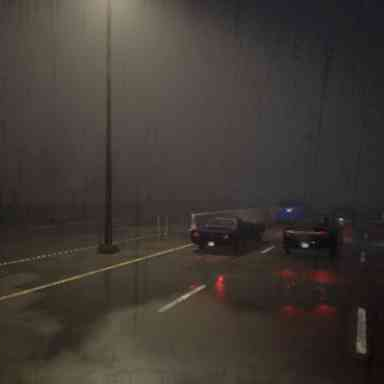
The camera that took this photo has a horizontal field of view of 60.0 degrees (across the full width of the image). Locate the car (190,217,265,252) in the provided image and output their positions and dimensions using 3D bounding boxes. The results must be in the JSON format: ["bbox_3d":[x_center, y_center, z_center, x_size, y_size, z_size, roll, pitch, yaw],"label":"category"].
[{"bbox_3d":[1.806,1.762,14.974,1.895,1.301,4.718,0,-1,28],"label":"car"}]

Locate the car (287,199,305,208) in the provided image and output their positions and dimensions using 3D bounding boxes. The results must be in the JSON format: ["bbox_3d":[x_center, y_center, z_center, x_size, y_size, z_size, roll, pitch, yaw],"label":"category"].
[{"bbox_3d":[18.989,2.126,60.503,2.128,1.511,4.902,0,-1,30],"label":"car"}]

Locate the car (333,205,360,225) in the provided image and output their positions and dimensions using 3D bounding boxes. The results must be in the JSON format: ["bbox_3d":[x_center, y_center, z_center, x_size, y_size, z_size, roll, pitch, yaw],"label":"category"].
[{"bbox_3d":[12.126,1.781,26.516,1.837,1.490,4.892,0,0,30],"label":"car"}]

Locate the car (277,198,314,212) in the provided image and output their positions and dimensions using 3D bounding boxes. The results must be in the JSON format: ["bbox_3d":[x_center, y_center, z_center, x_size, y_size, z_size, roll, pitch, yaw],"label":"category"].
[{"bbox_3d":[8.612,1.513,27.422,2.150,2.045,5.566,0,0,29],"label":"car"}]

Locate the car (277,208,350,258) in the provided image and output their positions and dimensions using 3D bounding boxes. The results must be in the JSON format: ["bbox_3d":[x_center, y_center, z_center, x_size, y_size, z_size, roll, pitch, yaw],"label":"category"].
[{"bbox_3d":[5.036,1.635,13.585,2.128,1.511,4.902,0,-1,28],"label":"car"}]

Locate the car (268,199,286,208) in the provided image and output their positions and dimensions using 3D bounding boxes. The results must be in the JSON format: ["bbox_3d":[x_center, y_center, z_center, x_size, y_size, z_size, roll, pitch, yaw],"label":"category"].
[{"bbox_3d":[15.929,2.149,62.195,2.128,1.511,4.902,0,-1,30],"label":"car"}]

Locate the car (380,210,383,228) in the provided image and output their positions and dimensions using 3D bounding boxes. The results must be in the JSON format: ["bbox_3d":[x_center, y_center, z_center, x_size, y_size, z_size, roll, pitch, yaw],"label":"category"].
[{"bbox_3d":[15.377,1.781,25.152,1.812,1.442,4.674,0,0,30],"label":"car"}]
